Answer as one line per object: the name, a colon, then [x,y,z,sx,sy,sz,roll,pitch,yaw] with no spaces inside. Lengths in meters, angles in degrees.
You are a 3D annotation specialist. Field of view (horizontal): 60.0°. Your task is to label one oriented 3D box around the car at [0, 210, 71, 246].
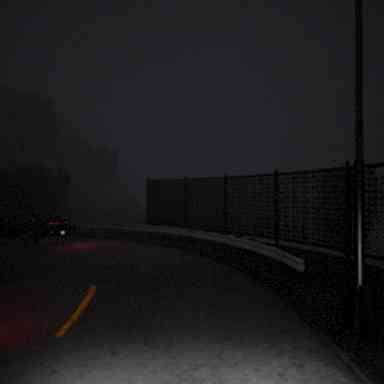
car: [-8.176,1.644,16.041,4.902,1.511,2.128,0,-1,21]
